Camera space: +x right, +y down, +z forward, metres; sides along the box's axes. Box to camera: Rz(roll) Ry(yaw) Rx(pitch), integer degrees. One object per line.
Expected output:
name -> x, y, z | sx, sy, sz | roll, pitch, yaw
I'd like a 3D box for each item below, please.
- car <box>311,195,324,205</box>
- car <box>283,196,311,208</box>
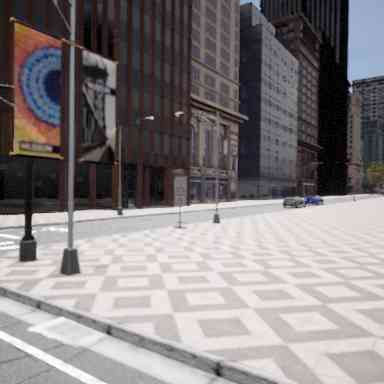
car -> 19.423, 1.274, 52.590 | 1.882, 1.535, 5.008 | 1, 1, 35
car -> 13.645, 1.331, 44.343 | 2.128, 1.511, 4.902 | 1, 1, 36
